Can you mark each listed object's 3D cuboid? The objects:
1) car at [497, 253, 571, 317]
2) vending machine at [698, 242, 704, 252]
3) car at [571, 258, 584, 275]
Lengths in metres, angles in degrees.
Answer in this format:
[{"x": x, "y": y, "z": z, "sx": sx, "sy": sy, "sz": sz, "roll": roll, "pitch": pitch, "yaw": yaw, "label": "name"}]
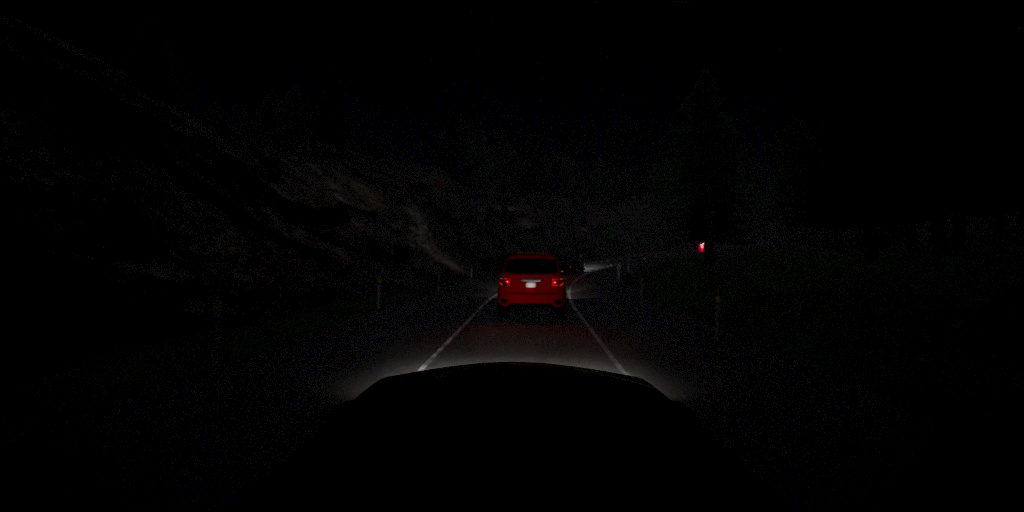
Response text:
[{"x": 0.769, "y": 0.910, "z": 13.184, "sx": 2.150, "sy": 2.045, "sz": 5.566, "roll": 0, "pitch": 1, "yaw": 5, "label": "car"}, {"x": 27.044, "y": -1.640, "z": 50.475, "sx": 0.880, "sy": 2.100, "sz": 1.100, "roll": 0, "pitch": 0, "yaw": -34, "label": "vending machine"}, {"x": 4.846, "y": 0.818, "z": 30.351, "sx": 1.895, "sy": 1.301, "sz": 4.718, "roll": 0, "pitch": 2, "yaw": 22, "label": "car"}]
